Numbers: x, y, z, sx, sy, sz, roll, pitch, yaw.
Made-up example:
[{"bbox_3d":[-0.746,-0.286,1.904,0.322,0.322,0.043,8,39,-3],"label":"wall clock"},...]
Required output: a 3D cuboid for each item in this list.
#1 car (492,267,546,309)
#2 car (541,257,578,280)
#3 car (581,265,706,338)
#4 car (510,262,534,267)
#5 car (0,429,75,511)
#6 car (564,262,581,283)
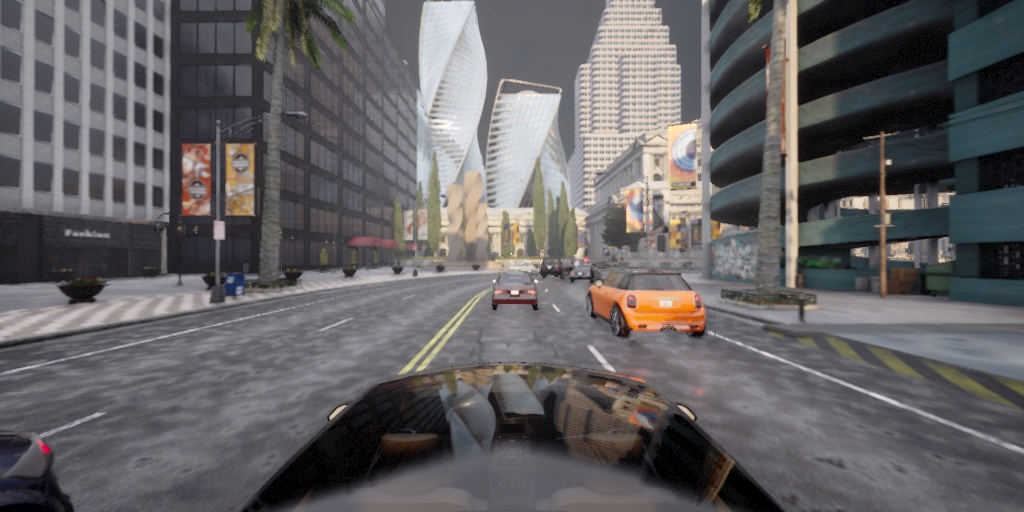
[{"bbox_3d":[0.139,1.364,15.367,2.033,1.411,5.357,0,0,1],"label":"car"},{"bbox_3d":[4.545,1.131,34.302,2.150,2.045,5.566,-1,0,27],"label":"car"},{"bbox_3d":[3.601,1.145,10.506,2.097,1.767,4.553,0,0,0],"label":"car"},{"bbox_3d":[0.978,1.473,41.944,1.812,1.442,4.674,0,0,35],"label":"car"},{"bbox_3d":[-3.586,1.307,0.318,1.994,1.385,4.181,0,0,0],"label":"car"},{"bbox_3d":[6.169,1.434,29.726,2.033,1.411,5.357,0,0,23],"label":"car"}]
